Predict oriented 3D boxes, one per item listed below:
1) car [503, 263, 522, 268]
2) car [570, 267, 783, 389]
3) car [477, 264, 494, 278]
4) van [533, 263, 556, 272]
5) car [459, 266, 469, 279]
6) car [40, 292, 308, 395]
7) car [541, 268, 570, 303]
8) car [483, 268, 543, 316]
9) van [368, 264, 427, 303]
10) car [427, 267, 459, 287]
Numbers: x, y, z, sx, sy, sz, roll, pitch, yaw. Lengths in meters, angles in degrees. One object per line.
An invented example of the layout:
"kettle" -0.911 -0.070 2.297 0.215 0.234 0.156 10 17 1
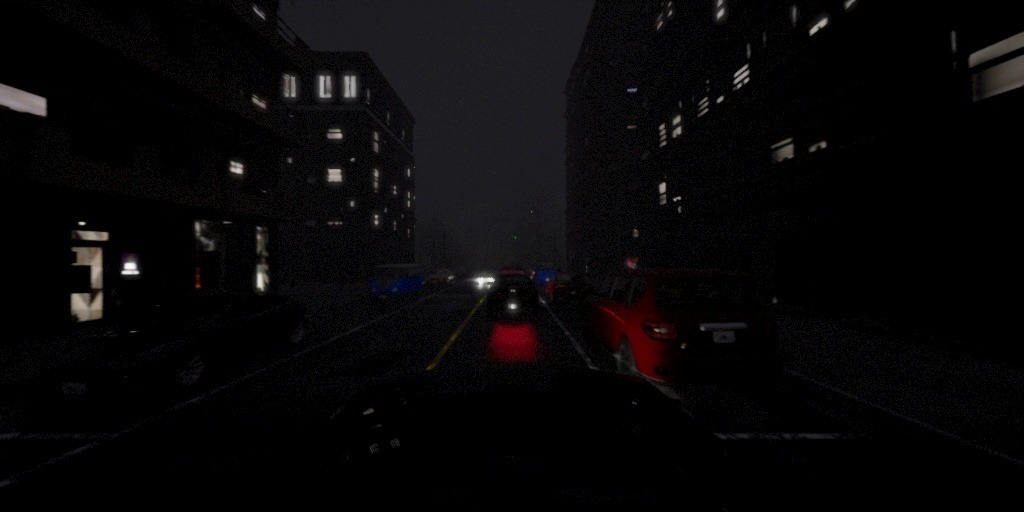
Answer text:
"car" 0.054 1.448 29.016 2.097 1.767 4.553 0 -1 1
"car" 2.692 1.131 6.888 2.192 1.841 5.009 0 0 0
"car" -3.033 1.764 42.940 2.128 1.511 4.902 0 -1 1
"van" 2.697 1.437 28.984 1.690 1.789 3.998 0 0 0
"car" -5.777 1.817 39.979 1.802 1.307 4.207 0 0 0
"car" -5.689 1.382 6.842 1.948 1.339 4.313 0 0 0
"car" 2.694 1.502 17.936 1.888 1.381 4.507 0 0 0
"car" 0.050 1.415 14.152 1.837 1.490 4.892 0 0 1
"van" -5.686 1.298 17.890 1.690 1.789 3.998 0 0 0
"car" -5.683 1.622 28.767 1.751 1.417 4.829 0 0 0
